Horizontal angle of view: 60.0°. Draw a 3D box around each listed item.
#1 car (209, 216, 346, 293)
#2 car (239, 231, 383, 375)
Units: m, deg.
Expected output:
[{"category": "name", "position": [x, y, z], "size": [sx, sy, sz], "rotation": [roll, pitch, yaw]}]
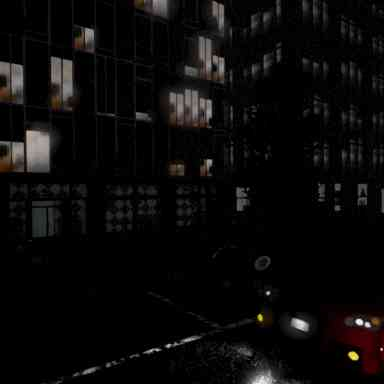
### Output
[{"category": "car", "position": [2.355, 1.439, 8.234], "size": [4.097, 1.590, 1.967], "rotation": [0, -1, -35]}, {"category": "car", "position": [3.045, 1.562, 5.538], "size": [4.181, 1.385, 1.994], "rotation": [0, 0, -35]}]
